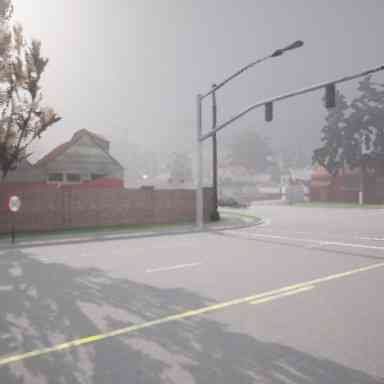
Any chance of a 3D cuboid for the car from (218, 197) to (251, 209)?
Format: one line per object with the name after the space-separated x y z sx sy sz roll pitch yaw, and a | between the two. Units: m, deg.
5.499 1.405 43.200 2.128 1.511 4.902 -1 0 -37 | car
